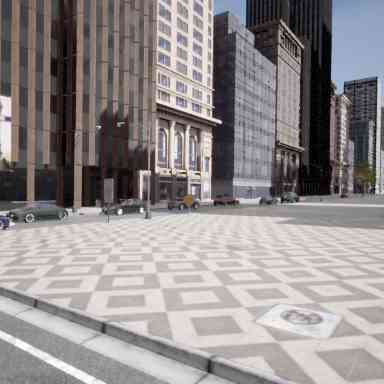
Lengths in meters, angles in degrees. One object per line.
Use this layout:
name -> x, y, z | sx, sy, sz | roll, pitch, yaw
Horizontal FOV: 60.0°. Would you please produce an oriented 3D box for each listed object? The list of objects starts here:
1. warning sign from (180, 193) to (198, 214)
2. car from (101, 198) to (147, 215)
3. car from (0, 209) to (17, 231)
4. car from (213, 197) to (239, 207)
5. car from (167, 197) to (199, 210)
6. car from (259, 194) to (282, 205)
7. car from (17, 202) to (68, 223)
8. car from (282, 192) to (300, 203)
warning sign -> -0.255, 1.077, 30.676 | 1.300, 1.860, 1.060 | 1, 1, 35
car -> -6.448, 1.377, 31.996 | 1.837, 1.490, 4.892 | 1, 1, 35
car -> -12.399, 1.544, 18.302 | 1.994, 1.385, 4.181 | 1, 1, 39
car -> 4.955, 1.395, 48.044 | 1.895, 1.301, 4.718 | 1, 1, 36
car -> -1.001, 1.340, 39.689 | 1.837, 1.490, 4.892 | 1, 1, 35
car -> 12.226, 1.339, 52.839 | 1.812, 1.442, 4.674 | 1, 1, 35
car -> -11.459, 1.470, 24.919 | 1.994, 1.385, 4.181 | 1, 1, 35
car -> 17.930, 0.992, 60.891 | 2.150, 2.045, 5.566 | 1, 1, 34
